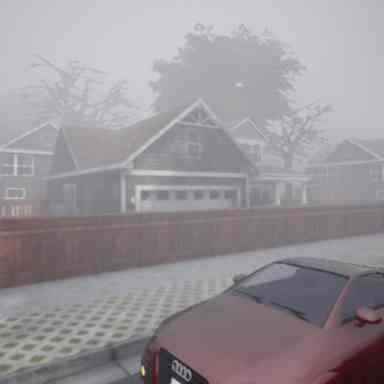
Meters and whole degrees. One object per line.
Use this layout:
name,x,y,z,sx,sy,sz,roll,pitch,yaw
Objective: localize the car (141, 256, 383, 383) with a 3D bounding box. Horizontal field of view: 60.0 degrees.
car,1.497,1.578,4.119,4.181,1.385,1.994,0,0,-36
